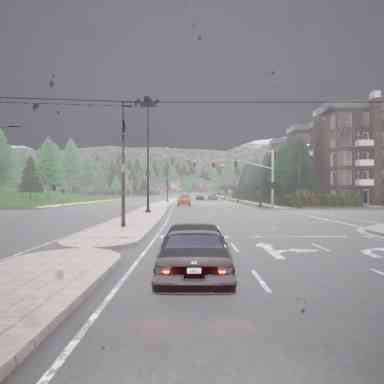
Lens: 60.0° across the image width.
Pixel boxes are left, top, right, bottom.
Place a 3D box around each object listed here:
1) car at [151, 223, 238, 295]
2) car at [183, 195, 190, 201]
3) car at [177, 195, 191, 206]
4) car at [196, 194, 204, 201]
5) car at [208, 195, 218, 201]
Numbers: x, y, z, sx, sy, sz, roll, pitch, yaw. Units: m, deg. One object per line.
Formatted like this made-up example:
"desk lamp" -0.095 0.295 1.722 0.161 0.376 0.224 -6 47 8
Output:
"car" 0.052 1.547 8.841 2.033 1.411 5.357 0 0 0
"car" -1.431 1.515 85.413 1.812 1.442 4.674 0 0 0
"car" -1.300 1.347 54.588 2.097 1.767 4.553 0 0 -1
"car" 2.069 1.469 85.448 1.882 1.535 5.008 0 0 0
"car" 5.569 1.531 85.452 2.033 1.411 5.357 0 0 0
